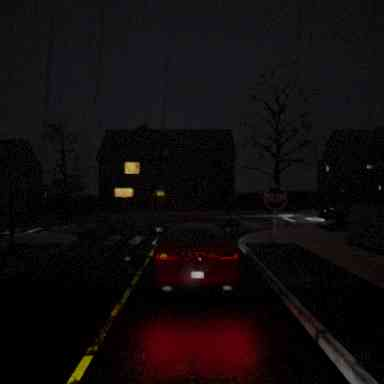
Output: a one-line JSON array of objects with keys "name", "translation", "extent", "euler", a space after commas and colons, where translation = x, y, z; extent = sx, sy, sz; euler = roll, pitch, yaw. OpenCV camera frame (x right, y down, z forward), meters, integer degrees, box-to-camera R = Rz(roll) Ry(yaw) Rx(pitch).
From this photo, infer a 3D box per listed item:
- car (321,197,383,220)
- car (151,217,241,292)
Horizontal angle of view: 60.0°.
[{"name": "car", "translation": [10.819, 1.035, 22.070], "extent": [4.181, 1.385, 1.994], "euler": [-1, 1, 1]}, {"name": "car", "translation": [0.046, 1.395, 8.751], "extent": [1.882, 1.535, 5.008], "euler": [0, 0, -1]}]
